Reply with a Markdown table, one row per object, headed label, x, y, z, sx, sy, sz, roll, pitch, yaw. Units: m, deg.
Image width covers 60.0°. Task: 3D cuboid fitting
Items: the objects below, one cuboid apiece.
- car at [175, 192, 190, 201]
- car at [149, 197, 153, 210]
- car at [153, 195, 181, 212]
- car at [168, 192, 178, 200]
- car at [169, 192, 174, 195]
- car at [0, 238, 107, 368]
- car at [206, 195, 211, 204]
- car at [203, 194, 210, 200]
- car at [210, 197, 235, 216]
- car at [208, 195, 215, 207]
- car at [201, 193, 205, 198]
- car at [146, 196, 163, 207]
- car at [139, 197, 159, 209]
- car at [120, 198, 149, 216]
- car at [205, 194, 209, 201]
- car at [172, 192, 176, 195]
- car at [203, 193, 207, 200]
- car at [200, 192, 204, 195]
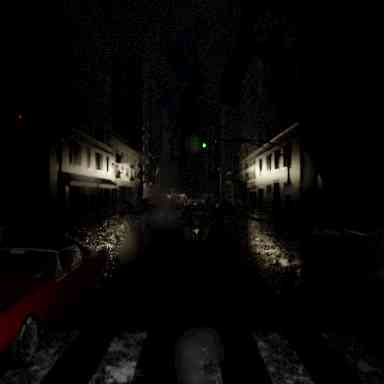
| label | x | y | z | sx | sy | sz | roll | pitch | yaw |
| --- | --- | --- | --- | --- | --- | --- | --- | --- | --- |
| car | -2.104 | 1.228 | 74.291 | 2.128 | 1.511 | 4.902 | 0 | 0 | 1 |
| car | -5.450 | 1.424 | 36.637 | 1.947 | 1.339 | 4.313 | 1 | 0 | 1 |
| car | -2.611 | 1.360 | 35.838 | 2.128 | 1.511 | 4.902 | 0 | 0 | 1 |
| car | -4.792 | 0.966 | 86.395 | 2.192 | 1.841 | 5.009 | 1 | 0 | 1 |
| car | -5.088 | 1.271 | 64.111 | 1.752 | 1.417 | 4.829 | 1 | 0 | 1 |
| car | -2.993 | 1.580 | 5.826 | 1.895 | 1.301 | 4.718 | 0 | 0 | 0 |
| car | 3.147 | 1.385 | 42.060 | 2.008 | 1.369 | 4.403 | 1 | 0 | 1 |
| car | 3.730 | 1.232 | 86.302 | 1.802 | 1.307 | 4.206 | 1 | 0 | 1 |
| car | 3.002 | 1.445 | 31.000 | 1.947 | 1.339 | 4.313 | 1 | 0 | 1 |
| car | 3.075 | 1.402 | 36.530 | 1.887 | 1.381 | 4.507 | 1 | 0 | 1 |
| car | 3.512 | 1.272 | 69.711 | 2.008 | 1.369 | 4.403 | 1 | 0 | 1 |
| car | -5.304 | 1.358 | 47.694 | 1.887 | 1.381 | 4.507 | 1 | 0 | 1 |
| car | -5.377 | 1.386 | 42.165 | 2.008 | 1.369 | 4.403 | 1 | 0 | 1 |
| car | -5.523 | 1.462 | 31.108 | 1.802 | 1.307 | 4.206 | 1 | 0 | 1 |
| car | 3.220 | 1.357 | 47.590 | 1.887 | 1.381 | 4.507 | 1 | 0 | 1 |
| car | -5.013 | 1.288 | 69.810 | 1.947 | 1.339 | 4.313 | 1 | 0 | 1 |
| car | 3.366 | 1.333 | 58.651 | 1.947 | 1.339 | 4.313 | 1 | 0 | 1 |
| car | 3.658 | 1.240 | 80.772 | 1.947 | 1.339 | 4.313 | 1 | 0 | 1 |
